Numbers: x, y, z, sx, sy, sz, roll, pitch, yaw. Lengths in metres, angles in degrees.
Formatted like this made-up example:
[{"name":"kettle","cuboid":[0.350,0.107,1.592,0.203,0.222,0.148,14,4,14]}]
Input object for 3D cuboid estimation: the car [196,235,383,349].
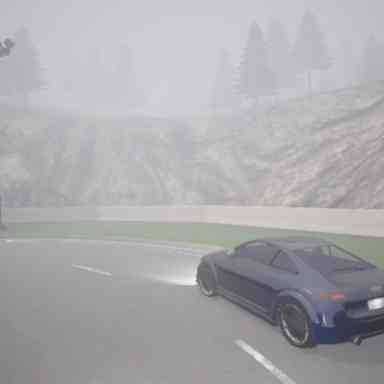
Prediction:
[{"name":"car","cuboid":[1.695,1.518,6.381,1.994,1.385,4.181,-1,0,-25]}]
